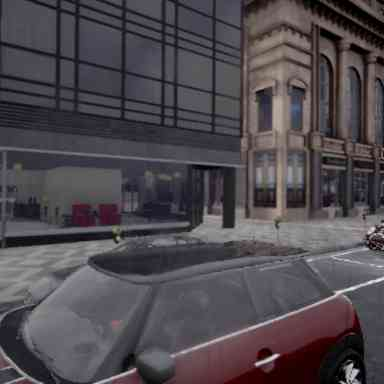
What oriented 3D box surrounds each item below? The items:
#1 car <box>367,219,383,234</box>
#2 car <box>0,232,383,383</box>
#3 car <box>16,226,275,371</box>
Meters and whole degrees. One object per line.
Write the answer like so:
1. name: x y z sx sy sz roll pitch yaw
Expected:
1. car: 8.459 1.448 12.798 4.097 1.590 1.967 0 1 -36
2. car: -0.434 1.353 3.054 4.553 1.767 2.097 0 0 -35
3. car: -0.697 1.553 6.262 4.403 1.369 2.008 0 1 -36
